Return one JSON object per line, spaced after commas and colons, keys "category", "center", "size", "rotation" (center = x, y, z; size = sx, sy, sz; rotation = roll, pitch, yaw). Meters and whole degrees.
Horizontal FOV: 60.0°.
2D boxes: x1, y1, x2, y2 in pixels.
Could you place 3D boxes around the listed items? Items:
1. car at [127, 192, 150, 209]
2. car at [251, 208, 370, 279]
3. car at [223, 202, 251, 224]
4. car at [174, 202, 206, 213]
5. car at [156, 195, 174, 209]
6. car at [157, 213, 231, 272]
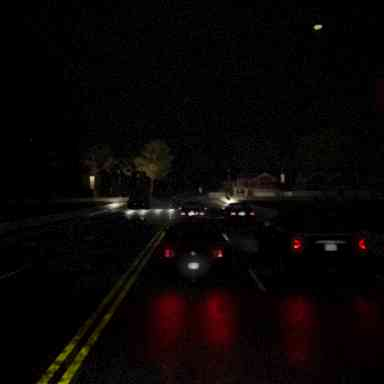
{"category": "car", "center": [-6.589, 1.035, 41.517], "size": [2.150, 2.045, 5.566], "rotation": [0, 0, 0]}
{"category": "car", "center": [3.307, 1.308, 10.016], "size": [2.097, 1.767, 4.553], "rotation": [0, 1, 0]}
{"category": "car", "center": [3.301, 1.438, 23.937], "size": [2.033, 1.411, 5.357], "rotation": [0, 0, 0]}
{"category": "car", "center": [0.051, 1.438, 23.943], "size": [2.033, 1.411, 5.357], "rotation": [0, 0, 1]}
{"category": "car", "center": [-3.333, 1.162, 41.737], "size": [2.097, 1.767, 4.553], "rotation": [0, 0, 0]}
{"category": "car", "center": [0.062, 1.552, 10.534], "size": [1.895, 1.301, 4.718], "rotation": [0, 0, 0]}
